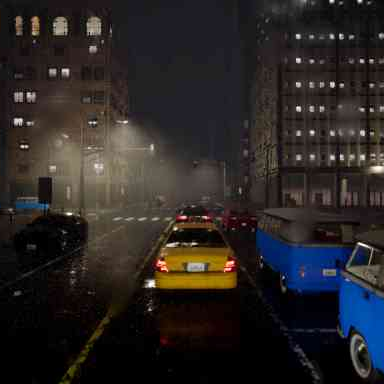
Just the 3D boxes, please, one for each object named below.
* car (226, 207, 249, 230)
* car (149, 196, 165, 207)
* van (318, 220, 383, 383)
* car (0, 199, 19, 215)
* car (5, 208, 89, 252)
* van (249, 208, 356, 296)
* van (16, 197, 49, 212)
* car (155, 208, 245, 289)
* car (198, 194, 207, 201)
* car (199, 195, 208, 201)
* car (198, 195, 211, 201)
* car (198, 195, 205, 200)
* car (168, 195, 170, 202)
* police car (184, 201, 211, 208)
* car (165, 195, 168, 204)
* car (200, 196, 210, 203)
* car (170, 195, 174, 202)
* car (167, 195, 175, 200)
[{"bbox_3d":[2.700,1.545,19.525,1.887,1.381,4.507,1,0,0],"label":"car"},{"bbox_3d":[-5.683,1.572,51.969,1.802,1.307,4.206,1,0,0],"label":"car"},{"bbox_3d":[2.703,1.342,2.795,1.690,1.788,3.998,1,0,0],"label":"van"},{"bbox_3d":[-19.845,1.620,32.456,4.403,1.369,2.008,0,0,1],"label":"car"},{"bbox_3d":[-5.681,1.567,13.954,1.947,1.339,4.313,1,0,0],"label":"car"},{"bbox_3d":[2.703,1.343,8.371,1.690,1.788,3.998,1,0,0],"label":"van"},{"bbox_3d":[-19.737,1.524,40.838,3.998,1.788,1.690,0,0,1],"label":"van"},{"bbox_3d":[0.097,1.458,9.131,1.801,1.575,5.366,0,0,0],"label":"car"},{"bbox_3d":[2.698,1.393,85.878,1.967,1.590,4.097,1,0,0],"label":"car"},{"bbox_3d":[2.697,1.510,80.225,2.008,1.369,4.403,1,0,0],"label":"car"},{"bbox_3d":[2.698,1.529,63.271,2.008,1.369,4.403,1,0,0],"label":"car"},{"bbox_3d":[2.697,1.472,91.699,1.752,1.417,4.829,1,0,0],"label":"car"},{"bbox_3d":[-5.683,1.560,63.272,1.802,1.307,4.206,1,0,0],"label":"car"},{"bbox_3d":[0.103,1.505,19.451,2.038,1.542,4.974,0,0,0],"label":"police car"},{"bbox_3d":[-5.680,1.424,57.621,1.967,1.590,4.097,1,0,0],"label":"car"},{"bbox_3d":[2.698,1.517,68.923,1.887,1.381,4.507,1,0,0],"label":"car"},{"bbox_3d":[-5.683,1.516,74.575,2.008,1.369,4.403,1,0,0],"label":"car"},{"bbox_3d":[-5.684,1.472,91.360,1.752,1.417,4.829,1,0,0],"label":"car"}]
